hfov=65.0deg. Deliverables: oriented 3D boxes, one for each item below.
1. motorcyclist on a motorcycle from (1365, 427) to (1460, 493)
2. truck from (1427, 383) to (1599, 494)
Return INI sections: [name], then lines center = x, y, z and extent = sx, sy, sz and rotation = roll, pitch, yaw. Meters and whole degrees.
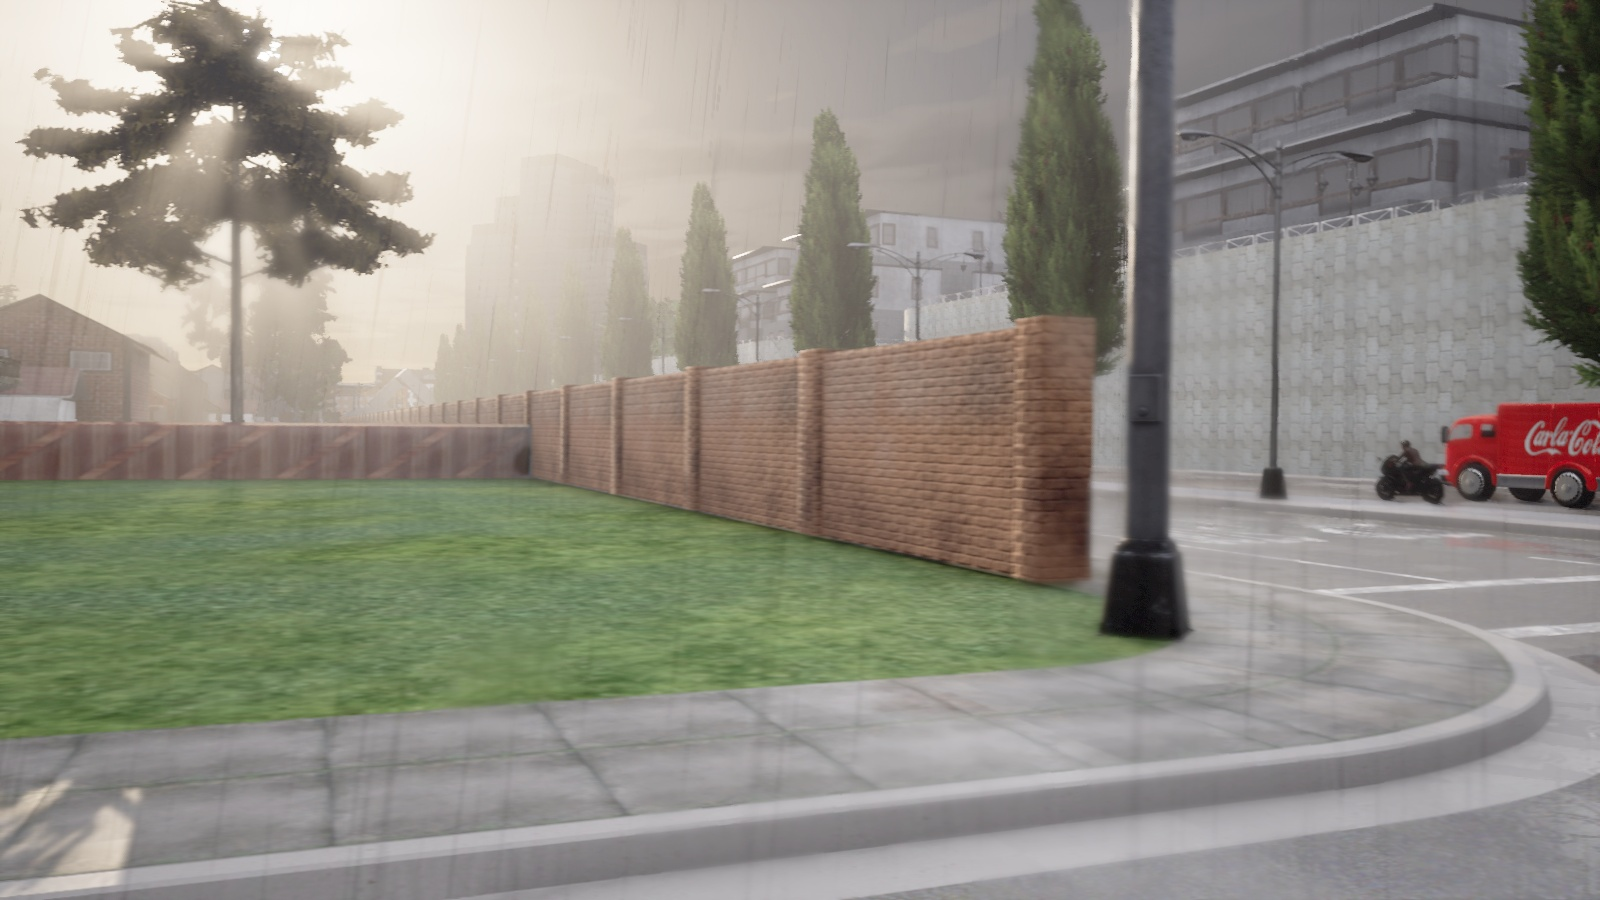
[motorcyclist on a motorcycle]
center = 14.668, 0.217, 30.154
extent = 0.797, 1.523, 2.044
rotation = -1, 1, -22
[truck]
center = 18.340, -0.291, 30.428
extent = 2.627, 2.467, 5.204
rotation = -1, 1, -22
